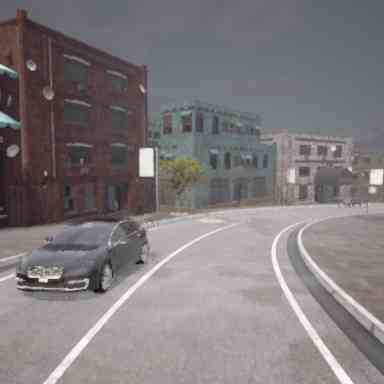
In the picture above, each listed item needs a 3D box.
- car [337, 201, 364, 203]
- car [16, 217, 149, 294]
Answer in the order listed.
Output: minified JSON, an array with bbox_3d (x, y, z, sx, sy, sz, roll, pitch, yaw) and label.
[{"bbox_3d":[22.935,1.399,47.980,5.357,1.411,2.033,1,3,-37],"label":"car"},{"bbox_3d":[-2.545,1.481,8.937,1.837,1.490,4.892,0,0,9],"label":"car"}]
